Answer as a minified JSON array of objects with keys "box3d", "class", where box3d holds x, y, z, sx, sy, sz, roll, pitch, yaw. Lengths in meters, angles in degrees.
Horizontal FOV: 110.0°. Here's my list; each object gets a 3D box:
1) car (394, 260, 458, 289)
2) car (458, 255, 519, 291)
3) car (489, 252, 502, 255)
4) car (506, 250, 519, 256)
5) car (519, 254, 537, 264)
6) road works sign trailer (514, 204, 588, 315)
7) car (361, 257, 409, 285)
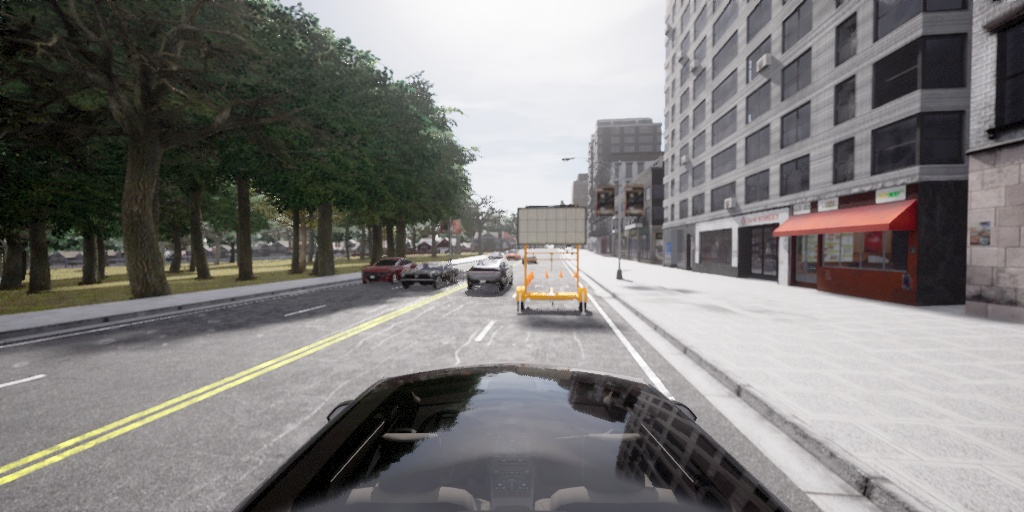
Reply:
[{"box3d":[-4.436,1.011,19.806,1.895,1.301,4.718,0,1,6],"class":"car"},{"box3d":[-1.059,0.917,18.949,2.128,1.511,4.902,0,1,6],"class":"car"},{"box3d":[-2.803,-0.037,62.557,2.033,1.411,5.357,0,2,7],"class":"car"},{"box3d":[0.169,-0.155,60.107,2.097,1.767,4.553,0,2,7],"class":"car"},{"box3d":[2.465,0.353,50.016,1.994,1.385,4.181,0,1,6],"class":"car"},{"box3d":[1.400,0.010,12.692,2.380,3.560,2.880,0,0,6],"class":"road works sign trailer"},{"box3d":[-7.424,0.842,22.290,1.882,1.535,5.008,0,1,6],"class":"car"}]
